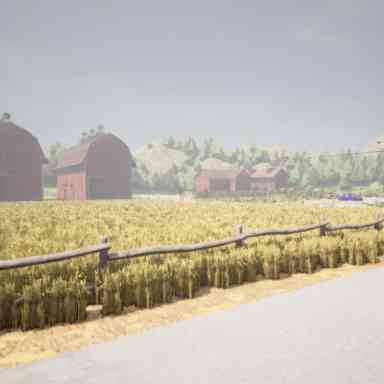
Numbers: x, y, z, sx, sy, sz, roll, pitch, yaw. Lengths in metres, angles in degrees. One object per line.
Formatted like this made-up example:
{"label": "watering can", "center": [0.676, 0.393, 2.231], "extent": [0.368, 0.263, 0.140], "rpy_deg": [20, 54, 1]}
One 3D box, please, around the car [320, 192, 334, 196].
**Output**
{"label": "car", "center": [36.008, 0.823, 87.130], "extent": [1.932, 1.855, 4.605], "rpy_deg": [0, 0, -36]}

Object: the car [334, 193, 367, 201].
{"label": "car", "center": [32.509, 1.088, 68.161], "extent": [2.242, 1.667, 4.611], "rpy_deg": [0, 0, -36]}
